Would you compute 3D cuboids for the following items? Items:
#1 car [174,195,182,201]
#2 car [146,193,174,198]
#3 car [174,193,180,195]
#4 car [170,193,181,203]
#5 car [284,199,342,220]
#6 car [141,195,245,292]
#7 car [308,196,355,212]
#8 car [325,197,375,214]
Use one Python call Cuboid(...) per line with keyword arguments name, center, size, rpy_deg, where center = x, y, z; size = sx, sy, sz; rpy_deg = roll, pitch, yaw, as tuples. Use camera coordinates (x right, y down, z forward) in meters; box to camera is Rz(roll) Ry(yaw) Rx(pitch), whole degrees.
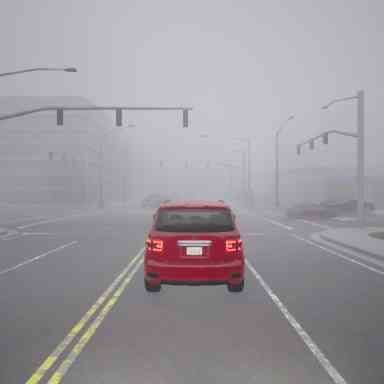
Cuboid(name="car", center=(-3.625, 1.552, 87.396), size=(1.994, 1.385, 4.181), rpy_deg=(0, 0, 0))
Cuboid(name="car", center=(-4.694, 1.198, 43.981), size=(2.150, 2.045, 5.566), rpy_deg=(1, 0, 17))
Cuboid(name="car", center=(-3.663, 1.353, 58.941), size=(2.097, 1.767, 4.553), rpy_deg=(0, 0, 0))
Cuboid(name="car", center=(-3.602, 1.225, 72.082), size=(2.150, 2.045, 5.566), rpy_deg=(0, 0, 0))
Cuboid(name="car", center=(9.925, 1.561, 28.050), size=(4.181, 1.385, 1.994), rpy_deg=(0, 0, 4))
Cuboid(name="car", center=(0.060, 1.221, 9.047), size=(2.150, 2.045, 5.566), rpy_deg=(0, 0, 0))
Cuboid(name="car", center=(16.103, 1.352, 38.586), size=(4.553, 1.767, 2.097), rpy_deg=(0, 0, 0))
Cuboid(name="car", center=(16.562, 1.478, 35.079), size=(5.008, 1.535, 1.882), rpy_deg=(0, 0, 0))
